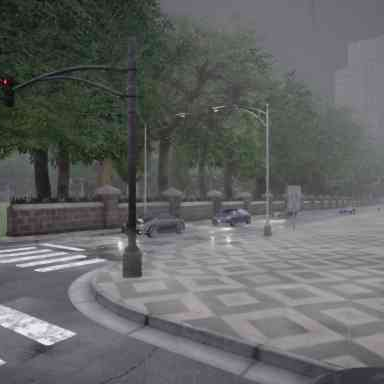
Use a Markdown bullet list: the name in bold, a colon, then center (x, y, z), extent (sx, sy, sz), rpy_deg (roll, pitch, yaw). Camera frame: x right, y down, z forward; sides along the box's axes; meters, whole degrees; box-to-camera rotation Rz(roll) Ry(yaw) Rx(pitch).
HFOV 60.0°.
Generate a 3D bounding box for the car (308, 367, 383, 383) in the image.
- **car**: center (2.475, 1.551, 1.202), extent (4.403, 1.369, 2.008), rpy_deg (0, 0, 35)

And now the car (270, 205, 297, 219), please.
- **car**: center (10.640, 2.297, 38.391), extent (2.128, 1.511, 4.902), rpy_deg (0, -1, 35)

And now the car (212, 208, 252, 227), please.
- **car**: center (3.497, 2.070, 28.272), extent (1.812, 1.442, 4.674), rpy_deg (0, -1, 35)

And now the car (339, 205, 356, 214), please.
- **car**: center (24.874, 2.780, 53.085), extent (2.033, 1.411, 5.357), rpy_deg (0, -1, 34)

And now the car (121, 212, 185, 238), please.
- **car**: center (-2.246, 1.904, 20.102), extent (1.994, 1.385, 4.181), rpy_deg (0, -1, 36)
